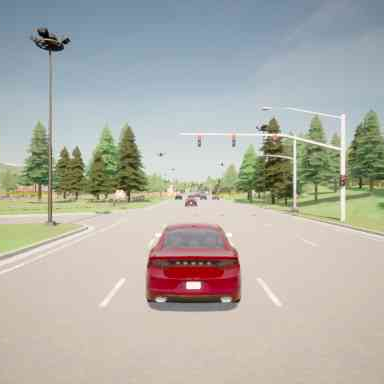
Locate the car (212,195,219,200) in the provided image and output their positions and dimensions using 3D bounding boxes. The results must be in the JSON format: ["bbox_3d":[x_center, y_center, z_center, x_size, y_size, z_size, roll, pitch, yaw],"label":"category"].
[{"bbox_3d":[6.728,1.525,94.344,2.128,1.511,4.902,0,0,0],"label":"car"}]

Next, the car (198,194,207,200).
[{"bbox_3d":[3.228,1.524,94.334,1.812,1.442,4.674,0,0,0],"label":"car"}]

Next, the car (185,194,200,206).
[{"bbox_3d":[-0.151,1.525,52.877,1.812,1.442,4.674,0,0,0],"label":"car"}]

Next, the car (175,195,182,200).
[{"bbox_3d":[-3.772,1.478,94.313,1.882,1.535,5.008,0,0,0],"label":"car"}]

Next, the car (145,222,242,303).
[{"bbox_3d":[0.039,1.478,8.275,1.882,1.535,5.008,0,0,0],"label":"car"}]
